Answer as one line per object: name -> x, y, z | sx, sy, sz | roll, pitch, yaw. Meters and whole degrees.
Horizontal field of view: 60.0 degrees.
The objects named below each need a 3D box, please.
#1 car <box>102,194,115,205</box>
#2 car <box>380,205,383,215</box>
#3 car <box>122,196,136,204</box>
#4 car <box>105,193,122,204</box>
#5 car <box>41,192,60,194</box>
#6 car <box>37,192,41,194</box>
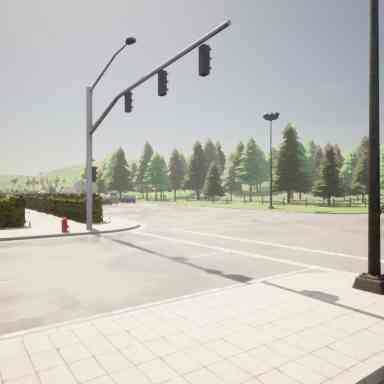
car -> -15.503, 1.526, 57.688 | 1.812, 1.442, 4.674 | 0, 0, -35
car -> 20.039, 1.565, 32.719 | 4.181, 1.385, 1.994 | 0, 0, -30
car -> -12.769, 1.505, 65.889 | 1.837, 1.490, 4.892 | 0, 0, -35
car -> -15.849, 1.478, 64.368 | 1.882, 1.535, 5.008 | 0, 0, -35
car -> -24.085, 1.221, 57.637 | 2.150, 2.045, 5.566 | 0, 0, -35
car -> -29.754, 1.058, 65.879 | 2.150, 2.045, 5.566 | 0, 0, -35
